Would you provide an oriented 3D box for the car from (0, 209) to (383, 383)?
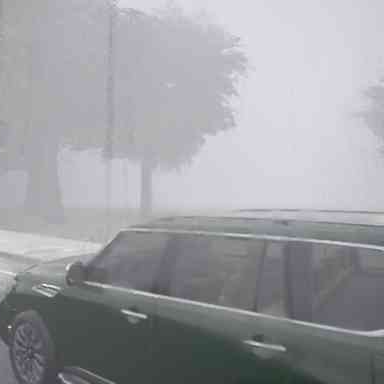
[{"bbox_3d":[0.209,1.212,3.531,5.566,2.045,2.150,0,0,36],"label":"car"}]
